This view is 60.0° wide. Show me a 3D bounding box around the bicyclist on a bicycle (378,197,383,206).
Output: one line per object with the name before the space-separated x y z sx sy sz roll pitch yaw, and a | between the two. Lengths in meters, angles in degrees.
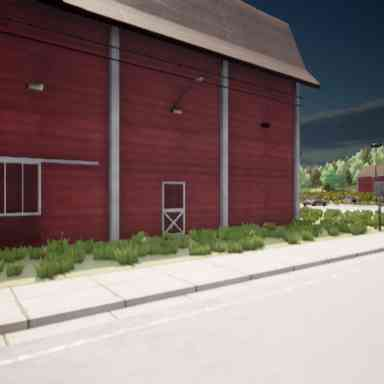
bicyclist on a bicycle | 26.251 1.273 45.399 1.656 1.620 0.582 0 0 -2

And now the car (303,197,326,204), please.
car | 18.813 1.473 51.007 4.193 1.474 1.816 0 0 -36

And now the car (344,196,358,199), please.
car | 28.493 1.489 59.565 3.905 1.438 1.784 0 0 -36
